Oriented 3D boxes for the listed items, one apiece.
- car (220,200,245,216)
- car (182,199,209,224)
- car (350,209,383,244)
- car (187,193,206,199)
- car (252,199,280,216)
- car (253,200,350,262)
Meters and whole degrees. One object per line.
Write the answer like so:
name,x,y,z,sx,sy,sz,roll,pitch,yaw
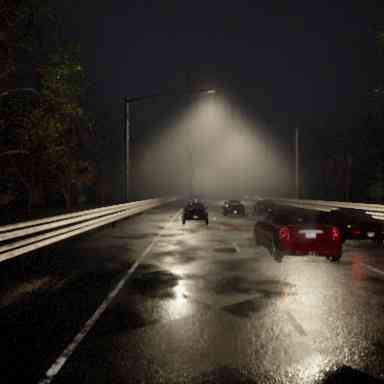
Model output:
car,3.853,1.486,31.737,1.837,1.490,4.892,0,0,1
car,0.255,1.511,24.679,1.812,1.442,4.674,0,0,0
car,7.169,1.518,15.599,1.812,1.442,4.674,0,0,0
car,0.555,1.194,43.081,2.150,2.045,5.566,0,0,1
car,7.367,1.506,33.440,1.812,1.442,4.674,0,0,1
car,3.648,1.346,12.292,2.097,1.767,4.553,0,0,0
